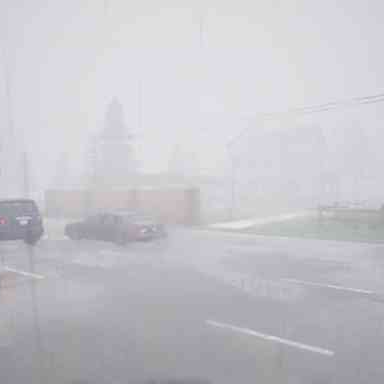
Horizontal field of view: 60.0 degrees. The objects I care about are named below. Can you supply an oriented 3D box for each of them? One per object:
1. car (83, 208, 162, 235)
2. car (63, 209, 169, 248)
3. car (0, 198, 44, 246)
[{"bbox_3d":[-4.215,1.668,19.888,4.718,1.301,1.895,0,0,36],"label":"car"},{"bbox_3d":[-3.565,1.599,15.124,5.357,1.411,2.033,0,0,36],"label":"car"},{"bbox_3d":[-8.749,1.291,14.525,5.566,2.045,2.150,0,0,36],"label":"car"}]
